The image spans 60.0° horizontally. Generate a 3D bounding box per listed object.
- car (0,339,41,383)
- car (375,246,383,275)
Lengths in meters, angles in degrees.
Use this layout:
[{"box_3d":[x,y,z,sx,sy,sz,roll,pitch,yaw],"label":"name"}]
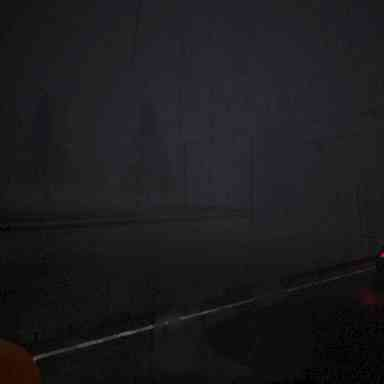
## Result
[{"box_3d":[-3.325,1.478,1.377,5.008,1.535,1.882,0,0,-35],"label":"car"},{"box_3d":[6.936,1.547,8.741,5.357,1.411,2.033,0,0,-35],"label":"car"}]
